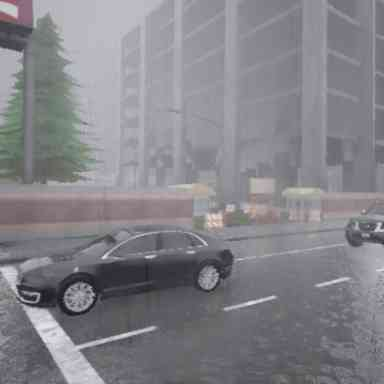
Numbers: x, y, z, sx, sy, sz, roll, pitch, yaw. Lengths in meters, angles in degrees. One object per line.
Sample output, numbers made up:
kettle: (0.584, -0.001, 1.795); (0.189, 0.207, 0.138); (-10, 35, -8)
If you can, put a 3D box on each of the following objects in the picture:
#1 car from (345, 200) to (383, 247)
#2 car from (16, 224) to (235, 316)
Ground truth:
car: (9.135, 1.397, 14.796); (5.566, 2.045, 2.150); (1, 0, -36)
car: (-1.271, 1.543, 7.618); (4.892, 1.490, 1.837); (1, -1, -32)
